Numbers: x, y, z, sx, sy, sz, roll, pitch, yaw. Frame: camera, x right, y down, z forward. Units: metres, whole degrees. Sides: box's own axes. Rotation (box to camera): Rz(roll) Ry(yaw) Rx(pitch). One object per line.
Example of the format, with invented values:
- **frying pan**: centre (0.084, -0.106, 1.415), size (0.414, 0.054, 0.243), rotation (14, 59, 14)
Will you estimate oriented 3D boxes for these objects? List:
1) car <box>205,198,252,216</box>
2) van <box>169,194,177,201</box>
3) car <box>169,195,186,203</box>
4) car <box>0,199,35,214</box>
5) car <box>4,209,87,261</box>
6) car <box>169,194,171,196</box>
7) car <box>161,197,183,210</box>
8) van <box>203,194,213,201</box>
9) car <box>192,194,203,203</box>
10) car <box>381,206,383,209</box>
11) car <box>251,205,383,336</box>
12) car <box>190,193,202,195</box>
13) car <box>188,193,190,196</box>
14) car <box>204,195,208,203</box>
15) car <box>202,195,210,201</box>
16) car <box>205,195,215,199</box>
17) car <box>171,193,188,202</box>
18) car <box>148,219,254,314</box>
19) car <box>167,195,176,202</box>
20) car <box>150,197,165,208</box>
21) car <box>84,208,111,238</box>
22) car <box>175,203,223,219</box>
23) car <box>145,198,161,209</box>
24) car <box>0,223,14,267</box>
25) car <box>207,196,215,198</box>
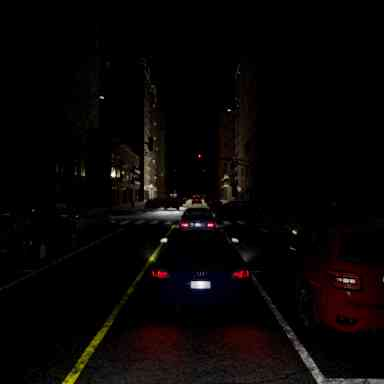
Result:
- **car**: centre (4.387, 1.628, 33.346), size (5.357, 1.411, 2.033), rotation (1, 1, 20)
- **van**: centre (-4.756, 1.397, 84.696), size (1.690, 1.788, 3.998), rotation (1, 0, 1)
- **car**: centre (-2.416, 1.630, 52.626), size (1.895, 1.301, 4.718), rotation (0, 0, 1)
- **car**: centre (-16.415, 1.351, 29.295), size (4.902, 1.511, 2.128), rotation (1, -1, 1)
- **car**: centre (-5.699, 1.551, 12.348), size (1.887, 1.381, 4.507), rotation (1, 0, 1)
- **car**: centre (-4.980, 1.622, 67.679), size (1.802, 1.307, 4.206), rotation (1, 0, 1)
- **car**: centre (-2.545, 1.624, 43.194), size (1.895, 1.301, 4.718), rotation (0, 0, 1)
- **van**: centre (3.474, 1.377, 61.888), size (1.690, 1.788, 3.998), rotation (1, 0, 1)
- **car**: centre (0.926, 1.638, 64.124), size (1.895, 1.301, 4.718), rotation (0, 0, 1)
- **car**: centre (20.500, 1.567, 31.811), size (4.553, 1.767, 2.097), rotation (0, -1, 1)
- **car**: centre (2.755, 1.318, 6.604), size (2.192, 1.841, 5.009), rotation (1, 0, 1)
- **car**: centre (1.094, 1.534, 84.815), size (1.882, 1.535, 5.008), rotation (0, 0, 1)
- **car**: centre (-2.061, 1.585, 72.865), size (2.033, 1.411, 5.357), rotation (0, 0, 1)
- **car**: centre (3.398, 1.614, 56.215), size (1.802, 1.307, 4.206), rotation (1, 0, 1)
- **car**: centre (3.840, 1.627, 90.252), size (1.947, 1.339, 4.313), rotation (1, 0, 1)
- **car**: centre (3.324, 1.610, 50.542), size (1.802, 1.307, 4.206), rotation (1, 0, 1)
- **car**: centre (-2.262, 1.388, 62.266), size (2.097, 1.767, 4.553), rotation (0, 0, 1)
- **car**: centre (0.178, 1.568, 7.730), size (1.994, 1.385, 4.181), rotation (0, 0, 1)
- **car**: centre (-4.831, 1.490, 79.023), size (1.967, 1.590, 4.097), rotation (1, 0, 1)
- **car**: centre (-5.201, 1.572, 50.662), size (1.887, 1.381, 4.507), rotation (1, 0, 1)
- **car**: centre (-5.628, 1.534, 17.802), size (1.752, 1.417, 4.829), rotation (1, 0, 1)
- **car**: centre (0.275, 1.557, 17.793), size (2.033, 1.411, 5.357), rotation (0, 0, 0)
- **car**: centre (-5.274, 1.569, 44.989), size (1.887, 1.381, 4.507), rotation (1, 0, 1)
- **car**: centre (-5.774, 1.529, 6.554), size (1.752, 1.417, 4.829), rotation (1, 0, 1)
- **car**: centre (3.250, 1.606, 44.869), size (1.802, 1.307, 4.206), rotation (1, 0, 1)
